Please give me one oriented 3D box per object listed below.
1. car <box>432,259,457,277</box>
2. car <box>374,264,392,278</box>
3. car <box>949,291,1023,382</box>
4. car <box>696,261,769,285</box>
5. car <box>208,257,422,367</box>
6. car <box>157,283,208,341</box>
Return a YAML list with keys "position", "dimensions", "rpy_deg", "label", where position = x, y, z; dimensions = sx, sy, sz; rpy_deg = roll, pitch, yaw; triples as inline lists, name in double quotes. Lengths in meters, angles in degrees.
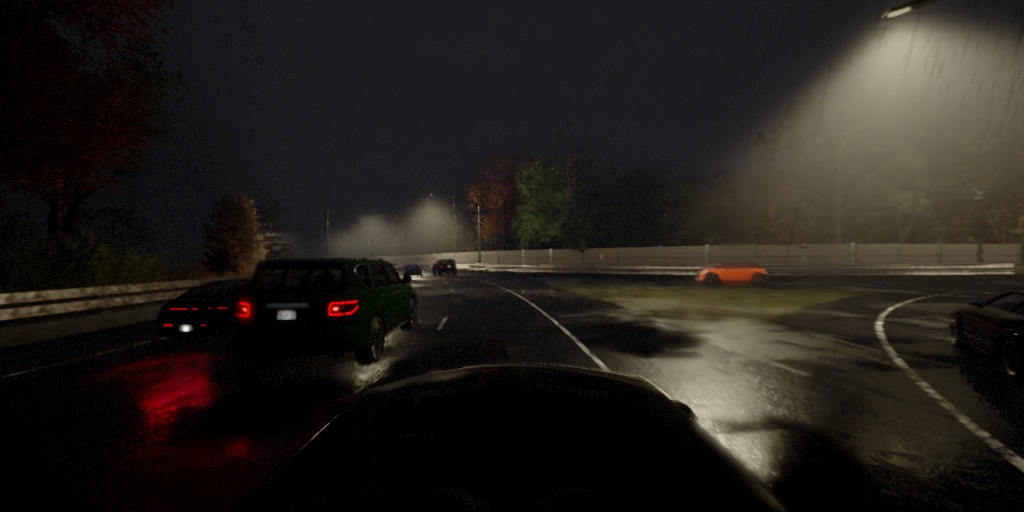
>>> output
- position: [-8.314, 1.401, 43.897]
  dimensions: [2.150, 2.045, 5.566]
  rpy_deg: [0, 0, -23]
  label: "car"
- position: [-15.720, 1.751, 43.476]
  dimensions: [1.812, 1.442, 4.674]
  rpy_deg: [0, 0, -23]
  label: "car"
- position: [9.545, 1.286, 6.198]
  dimensions: [1.994, 1.385, 4.181]
  rpy_deg: [-1, -1, 40]
  label: "car"
- position: [16.448, 1.207, 27.050]
  dimensions: [4.553, 1.767, 2.097]
  rpy_deg: [-1, -1, 18]
  label: "car"
- position: [-3.744, 1.056, 8.353]
  dimensions: [2.150, 2.045, 5.566]
  rpy_deg: [0, -1, -4]
  label: "car"
- position: [-7.434, 1.383, 10.399]
  dimensions: [1.837, 1.490, 4.892]
  rpy_deg: [0, -1, -4]
  label: "car"
